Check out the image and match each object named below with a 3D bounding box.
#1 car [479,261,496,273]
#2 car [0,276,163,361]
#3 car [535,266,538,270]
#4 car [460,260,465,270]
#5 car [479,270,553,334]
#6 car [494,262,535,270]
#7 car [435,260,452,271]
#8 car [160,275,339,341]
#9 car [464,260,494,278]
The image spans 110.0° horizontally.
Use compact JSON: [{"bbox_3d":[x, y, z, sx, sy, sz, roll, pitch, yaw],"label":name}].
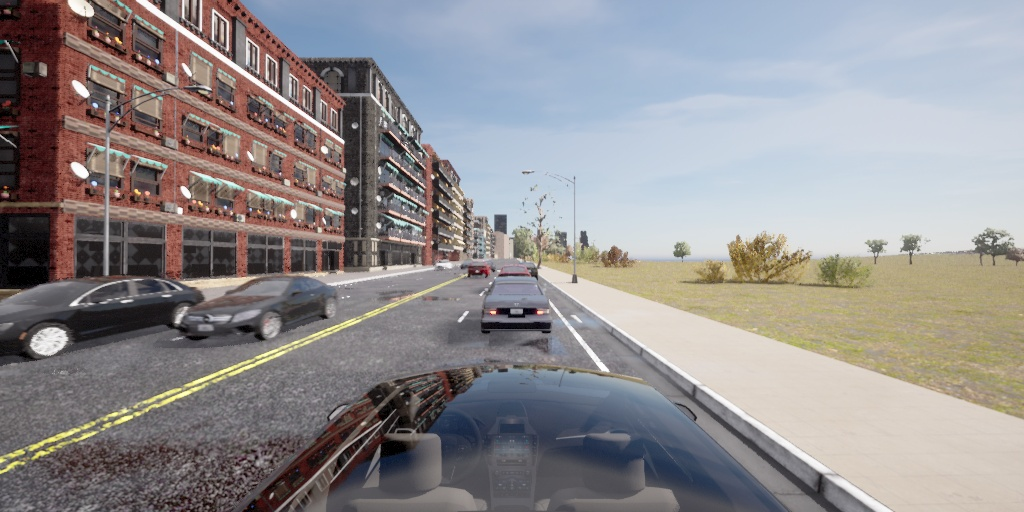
[{"bbox_3d":[-3.081,1.356,46.061,1.994,1.385,4.181,0,0,-1],"label":"car"},{"bbox_3d":[-9.844,1.261,8.406,1.837,1.490,4.892,0,0,0],"label":"car"},{"bbox_3d":[1.176,1.257,30.620,1.882,1.535,5.008,0,0,0],"label":"car"},{"bbox_3d":[-6.516,1.323,53.113,1.812,1.442,4.674,0,0,0],"label":"car"},{"bbox_3d":[0.110,1.307,10.641,2.033,1.411,5.357,0,0,0],"label":"car"},{"bbox_3d":[0.128,1.248,21.181,1.882,1.535,5.008,0,0,0],"label":"car"},{"bbox_3d":[-9.777,1.322,51.502,1.812,1.442,4.674,0,0,0],"label":"car"},{"bbox_3d":[-6.578,1.284,10.019,1.812,1.442,4.674,0,0,0],"label":"car"},{"bbox_3d":[-3.106,1.261,34.663,1.882,1.535,5.008,0,-1,0],"label":"car"}]
